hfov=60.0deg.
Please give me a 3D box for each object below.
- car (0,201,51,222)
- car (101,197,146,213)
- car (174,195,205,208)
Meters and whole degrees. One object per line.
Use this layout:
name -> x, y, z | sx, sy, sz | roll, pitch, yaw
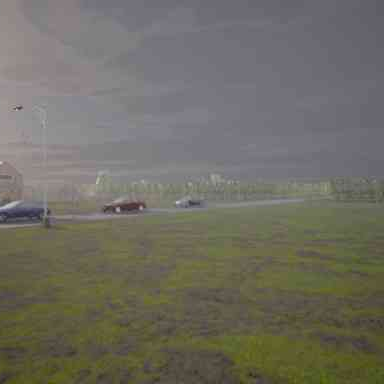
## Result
car -> -13.068, 1.408, 25.185 | 1.812, 1.442, 4.674 | 0, 0, 36
car -> -6.838, 1.266, 33.587 | 1.882, 1.535, 5.008 | 0, 0, 37
car -> -0.273, 1.182, 42.368 | 2.128, 1.511, 4.902 | 0, 1, 37
